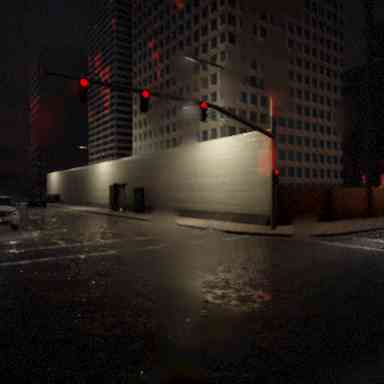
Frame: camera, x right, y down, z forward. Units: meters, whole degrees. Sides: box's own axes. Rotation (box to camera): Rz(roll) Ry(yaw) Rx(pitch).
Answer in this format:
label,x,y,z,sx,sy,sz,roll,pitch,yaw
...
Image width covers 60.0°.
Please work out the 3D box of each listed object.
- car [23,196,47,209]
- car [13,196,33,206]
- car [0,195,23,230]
label,x,y,z,sx,sy,sz,roll,pitch,yaw
car,-21.472,1.470,45.967,2.128,1.511,4.902,0,0,-35
car,-28.241,1.476,55.497,2.128,1.511,4.902,0,0,-36
car,-12.166,1.205,20.429,2.150,2.045,5.566,0,0,-35
